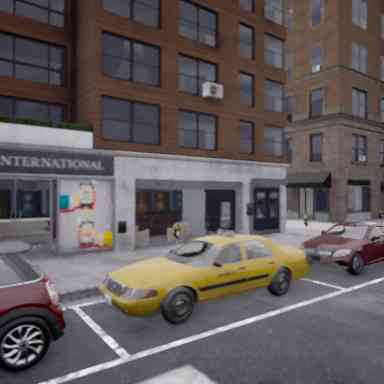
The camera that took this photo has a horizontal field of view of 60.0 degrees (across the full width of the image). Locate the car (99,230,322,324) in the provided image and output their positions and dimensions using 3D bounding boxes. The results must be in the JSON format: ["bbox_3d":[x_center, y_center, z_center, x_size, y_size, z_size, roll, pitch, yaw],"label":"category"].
[{"bbox_3d":[0.518,1.529,7.129,4.829,1.417,1.752,0,0,-35],"label":"car"}]

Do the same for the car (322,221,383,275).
[{"bbox_3d":[5.142,1.590,10.426,4.206,1.307,1.802,0,0,-35],"label":"car"}]

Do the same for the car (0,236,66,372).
[{"bbox_3d":[-3.829,1.440,4.030,4.097,1.590,1.967,0,0,-35],"label":"car"}]
